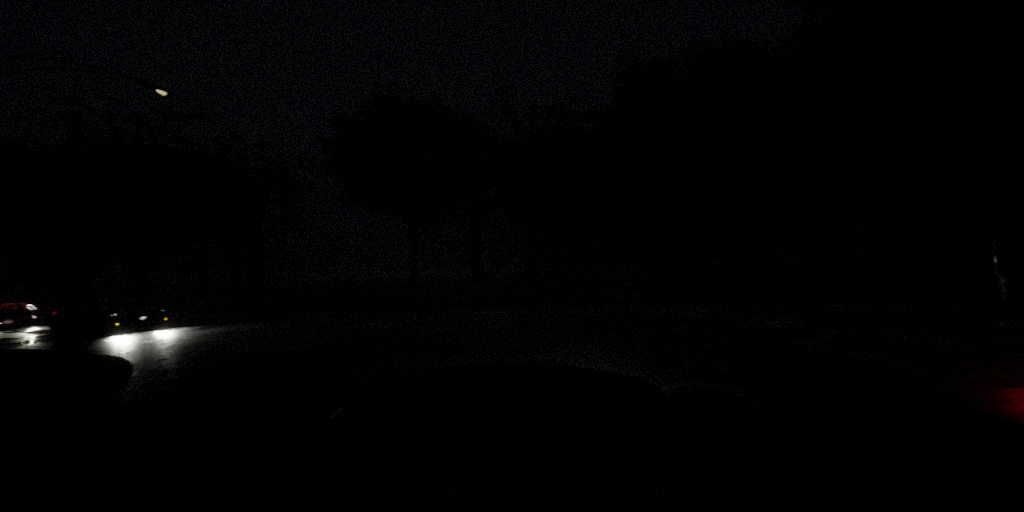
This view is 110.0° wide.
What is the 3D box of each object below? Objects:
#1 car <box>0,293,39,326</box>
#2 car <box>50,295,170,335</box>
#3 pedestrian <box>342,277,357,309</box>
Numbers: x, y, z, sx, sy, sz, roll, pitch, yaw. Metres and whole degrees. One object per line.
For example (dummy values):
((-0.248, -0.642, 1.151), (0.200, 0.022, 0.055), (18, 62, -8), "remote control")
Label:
((-25.325, 2.567, 17.202), (4.553, 1.767, 2.097), (-3, -3, 17), "car")
((-15.886, 2.273, 14.217), (4.181, 1.385, 1.994), (-3, -3, 18), "car")
((-8.876, 1.972, 19.597), (0.375, 1.860, 0.375), (-2, -2, 18), "pedestrian")
